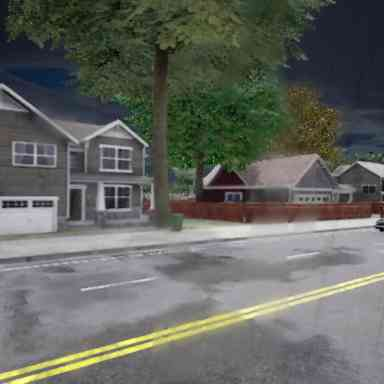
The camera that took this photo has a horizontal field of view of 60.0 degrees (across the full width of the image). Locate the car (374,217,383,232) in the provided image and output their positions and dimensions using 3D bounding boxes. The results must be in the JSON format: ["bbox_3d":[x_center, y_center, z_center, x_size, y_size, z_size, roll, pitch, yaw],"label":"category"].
[{"bbox_3d":[14.070,1.887,21.733,5.357,1.411,2.033,1,-1,-36],"label":"car"}]
